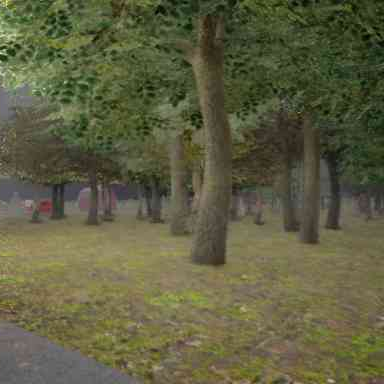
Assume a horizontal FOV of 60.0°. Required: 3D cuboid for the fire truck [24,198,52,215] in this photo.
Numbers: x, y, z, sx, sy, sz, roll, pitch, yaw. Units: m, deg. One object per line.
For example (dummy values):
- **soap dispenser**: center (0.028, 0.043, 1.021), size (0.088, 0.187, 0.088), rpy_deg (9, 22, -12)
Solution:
- **fire truck**: center (-35.406, 3.464, 79.872), size (2.891, 3.827, 8.468), rpy_deg (-3, -3, 39)
